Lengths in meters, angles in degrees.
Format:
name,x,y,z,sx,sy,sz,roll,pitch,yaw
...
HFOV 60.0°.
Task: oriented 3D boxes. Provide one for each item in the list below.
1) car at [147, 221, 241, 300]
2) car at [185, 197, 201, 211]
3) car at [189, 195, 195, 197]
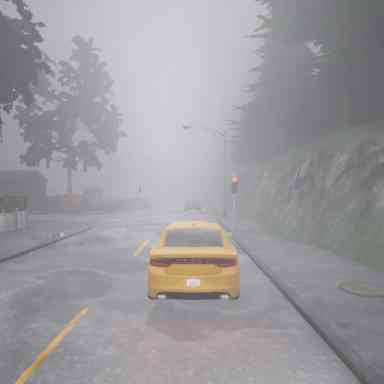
name,x,y,z,sx,sy,sz,roll,pitch,yaw
car,0.048,1.478,8.463,1.882,1.535,5.008,0,0,1
car,0.125,1.601,40.472,1.895,1.301,4.718,0,0,1
car,0.015,1.478,71.253,1.882,1.535,5.008,0,0,0
